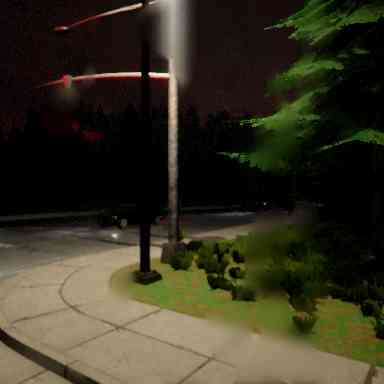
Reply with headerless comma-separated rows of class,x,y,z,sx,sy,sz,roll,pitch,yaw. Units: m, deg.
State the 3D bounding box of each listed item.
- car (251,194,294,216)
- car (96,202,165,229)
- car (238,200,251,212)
car,8.110,1.171,32.128,2.150,2.045,5.566,0,0,35
car,-3.837,1.421,21.368,1.882,1.535,5.008,0,0,35
car,6.840,1.543,36.703,1.895,1.301,4.718,0,0,36
